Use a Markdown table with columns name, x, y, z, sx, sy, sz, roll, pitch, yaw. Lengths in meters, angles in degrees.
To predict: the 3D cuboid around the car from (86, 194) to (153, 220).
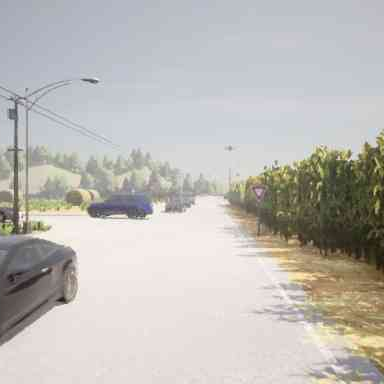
| name | x | y | z | sx | sy | sz | roll | pitch | yaw |
| --- | --- | --- | --- | --- | --- | --- | --- | --- | --- |
| car | -6.084 | 1.212 | 28.224 | 5.566 | 2.045 | 2.150 | 0 | -1 | 11 |

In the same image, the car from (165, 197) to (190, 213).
| name | x | y | z | sx | sy | sz | roll | pitch | yaw |
| --- | --- | --- | --- | --- | --- | --- | --- | --- | --- |
| car | -1.771 | 1.518 | 37.883 | 1.837 | 1.490 | 4.892 | 0 | 0 | 7 |

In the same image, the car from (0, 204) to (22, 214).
| name | x | y | z | sx | sy | sz | roll | pitch | yaw |
| --- | --- | --- | --- | --- | --- | --- | --- | --- | --- |
| car | -15.091 | 1.474 | 24.638 | 4.902 | 1.511 | 2.128 | 0 | 0 | 3 |

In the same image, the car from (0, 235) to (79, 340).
| name | x | y | z | sx | sy | sz | roll | pitch | yaw |
| --- | --- | --- | --- | --- | --- | --- | --- | --- | --- |
| car | -3.439 | 1.528 | 5.566 | 1.812 | 1.442 | 4.674 | 0 | 0 | 3 |

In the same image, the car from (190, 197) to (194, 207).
| name | x | y | z | sx | sy | sz | roll | pitch | yaw |
| --- | --- | --- | --- | --- | --- | --- | --- | --- | --- |
| car | -1.084 | 1.522 | 47.752 | 1.837 | 1.490 | 4.892 | 0 | 0 | 3 |

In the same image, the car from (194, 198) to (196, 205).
| name | x | y | z | sx | sy | sz | roll | pitch | yaw |
| --- | --- | --- | --- | --- | --- | --- | --- | --- | --- |
| car | -0.331 | 1.569 | 60.552 | 2.033 | 1.411 | 5.357 | 0 | 0 | 4 |
